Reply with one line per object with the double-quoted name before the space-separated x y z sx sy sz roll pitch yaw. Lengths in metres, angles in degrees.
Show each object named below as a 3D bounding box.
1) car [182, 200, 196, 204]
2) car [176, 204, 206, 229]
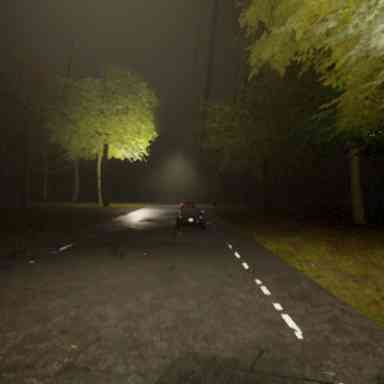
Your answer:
"car" -0.507 1.813 41.384 1.837 1.490 4.892 0 -1 -2
"car" -0.092 1.759 23.161 1.994 1.385 4.181 0 0 -1
